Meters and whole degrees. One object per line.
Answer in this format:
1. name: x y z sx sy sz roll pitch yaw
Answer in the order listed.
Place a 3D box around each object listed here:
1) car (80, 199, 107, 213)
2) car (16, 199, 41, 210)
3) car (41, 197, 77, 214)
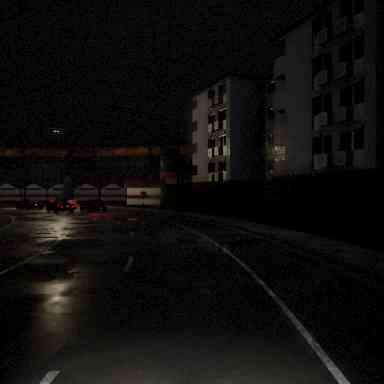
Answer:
1. car: -11.183 1.526 37.742 1.812 1.442 4.674 0 0 -37
2. car: -20.928 1.564 42.799 4.181 1.385 1.994 0 0 40
3. car: -14.390 1.547 36.269 2.033 1.411 5.357 0 0 -38
